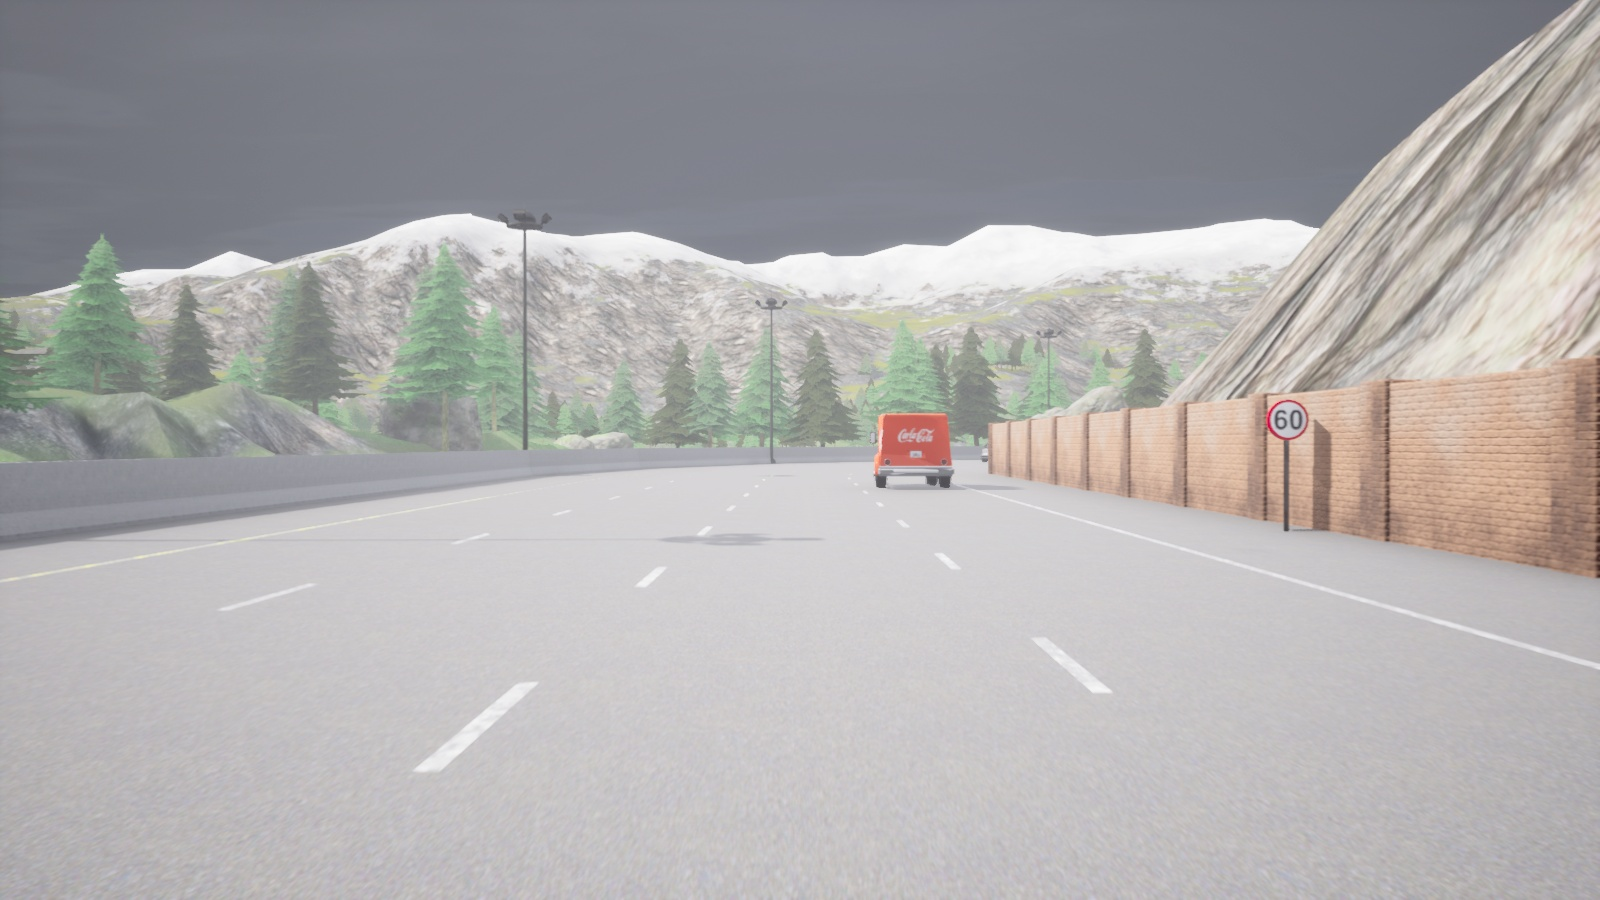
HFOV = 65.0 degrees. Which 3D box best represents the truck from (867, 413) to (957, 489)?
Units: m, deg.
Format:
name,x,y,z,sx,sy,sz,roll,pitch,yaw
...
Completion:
name,x,y,z,sx,sy,sz,roll,pitch,yaw
truck,3.754,0.019,43.162,2.627,2.467,5.204,0,0,0
